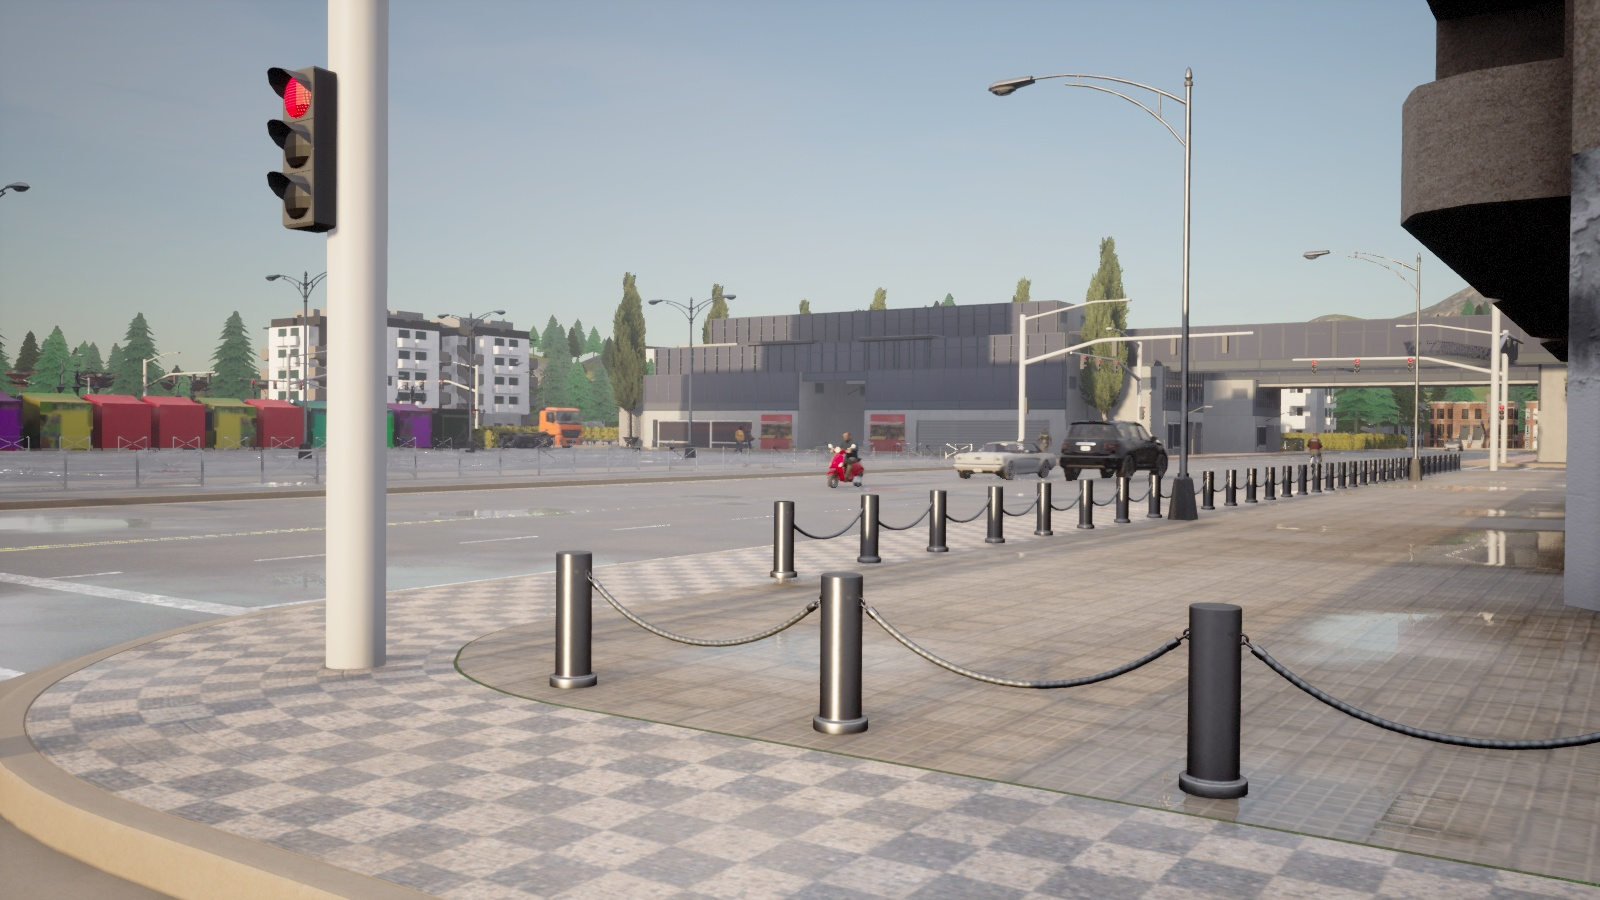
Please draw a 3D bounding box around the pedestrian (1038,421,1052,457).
[{"bbox_3d":[13.021,-0.584,66.771,0.563,1.883,0.849,-1,1,1],"label":"pedestrian"}]

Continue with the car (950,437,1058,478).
[{"bbox_3d":[7.167,0.225,43.764,1.895,1.301,4.718,0,1,34],"label":"car"}]

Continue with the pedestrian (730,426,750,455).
[{"bbox_3d":[-3.842,-0.612,79.983,0.900,1.855,0.874,0,1,36],"label":"pedestrian"}]

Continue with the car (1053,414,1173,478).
[{"bbox_3d":[10.756,-0.177,42.856,2.150,2.045,5.566,0,1,34],"label":"car"}]

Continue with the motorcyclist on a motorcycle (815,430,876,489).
[{"bbox_3d":[1.278,0.250,35.039,0.866,1.590,1.817,0,1,34],"label":"motorcyclist on a motorcycle"}]
